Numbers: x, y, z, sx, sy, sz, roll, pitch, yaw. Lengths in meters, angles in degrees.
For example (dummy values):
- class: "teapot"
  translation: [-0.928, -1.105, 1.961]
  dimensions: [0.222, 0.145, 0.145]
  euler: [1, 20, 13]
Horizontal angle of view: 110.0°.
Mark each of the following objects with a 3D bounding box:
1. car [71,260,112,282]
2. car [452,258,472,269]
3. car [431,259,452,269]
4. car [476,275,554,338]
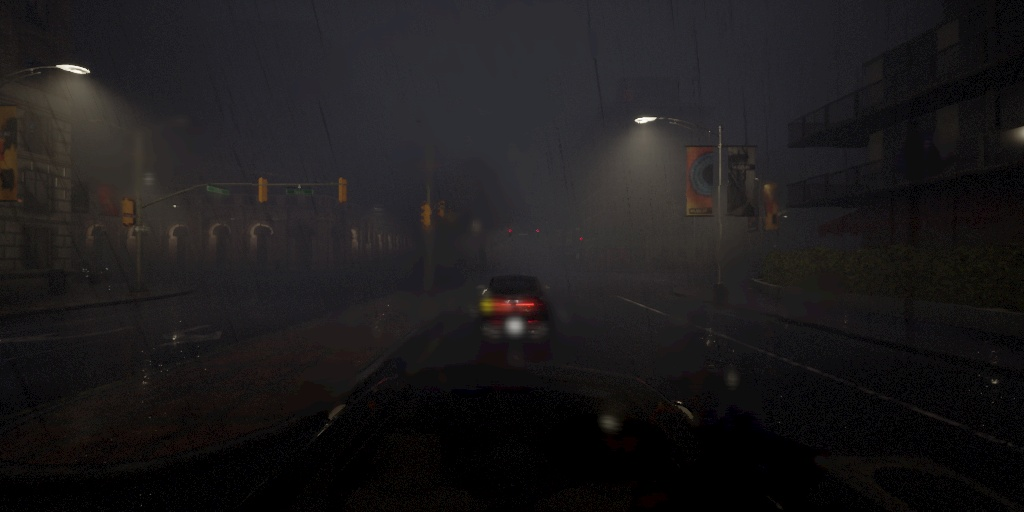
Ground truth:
- class: "car"
  translation: [-34.912, 1.125, 28.555]
  dimensions: [4.553, 1.767, 2.097]
  euler: [0, 0, 0]
- class: "car"
  translation: [-8.049, 1.327, 58.352]
  dimensions: [1.812, 1.442, 4.674]
  euler: [0, 0, 0]
- class: "car"
  translation: [-11.540, 1.327, 58.577]
  dimensions: [1.812, 1.442, 4.674]
  euler: [0, 0, 0]
- class: "car"
  translation: [0.078, 1.263, 10.155]
  dimensions: [1.837, 1.490, 4.892]
  euler: [0, 0, 0]
